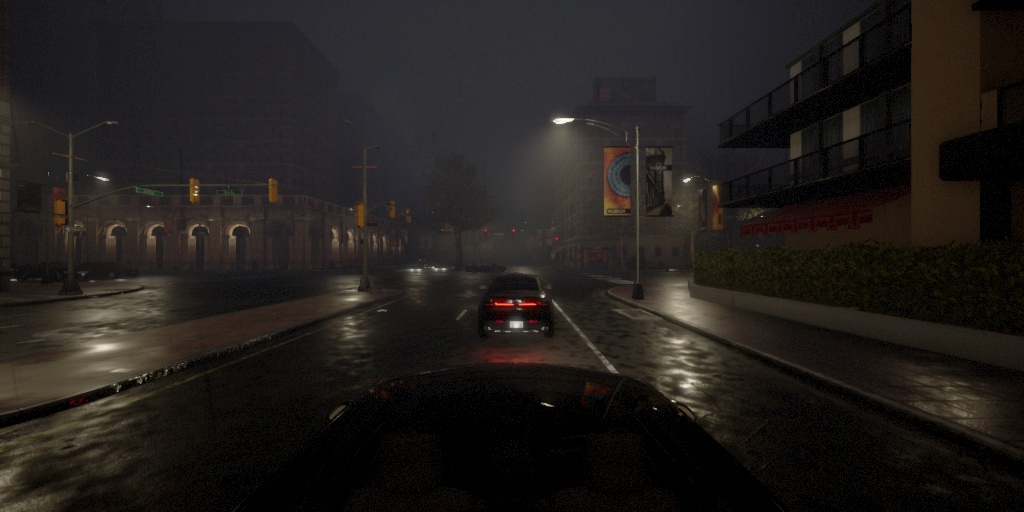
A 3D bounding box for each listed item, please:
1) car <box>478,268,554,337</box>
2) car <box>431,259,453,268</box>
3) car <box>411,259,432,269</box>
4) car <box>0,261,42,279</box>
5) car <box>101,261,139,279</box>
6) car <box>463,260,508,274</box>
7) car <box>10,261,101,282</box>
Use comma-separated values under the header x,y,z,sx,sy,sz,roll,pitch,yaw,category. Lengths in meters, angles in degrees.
x,y,z,sx,sy,sz,roll,pitch,yaw,category
0.109,1.255,10.285,1.837,1.490,4.892,0,0,0,car
-11.352,1.314,58.682,1.994,1.385,4.181,0,0,0,car
-14.857,1.241,57.911,2.128,1.511,4.902,0,0,0,car
-46.128,1.228,32.356,5.008,1.535,1.882,0,0,0,car
-36.674,1.228,32.335,5.008,1.535,1.882,0,0,0,car
-2.920,1.351,39.580,4.718,1.301,1.895,0,0,0,car
-36.930,1.241,28.836,4.902,1.511,2.128,0,0,0,car
